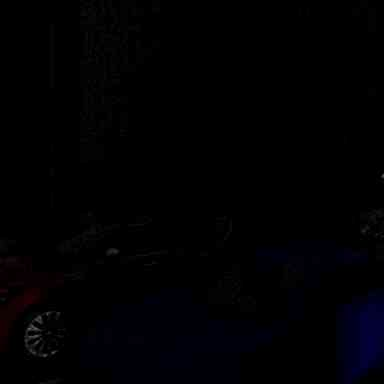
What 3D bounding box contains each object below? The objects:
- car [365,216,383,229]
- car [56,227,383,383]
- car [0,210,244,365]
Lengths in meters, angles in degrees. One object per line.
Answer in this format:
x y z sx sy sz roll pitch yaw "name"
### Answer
8.096 1.362 12.539 4.097 1.590 1.967 0 0 -35 "car"
1.175 1.458 4.217 5.008 1.535 1.882 0 0 -35 "car"
-1.088 1.300 5.989 5.009 1.841 2.192 0 0 -35 "car"
